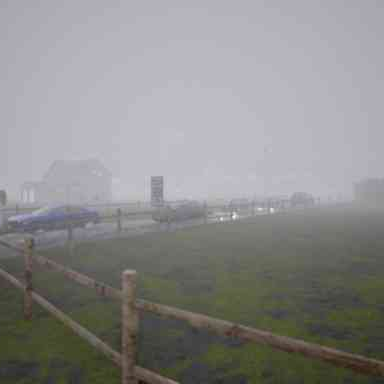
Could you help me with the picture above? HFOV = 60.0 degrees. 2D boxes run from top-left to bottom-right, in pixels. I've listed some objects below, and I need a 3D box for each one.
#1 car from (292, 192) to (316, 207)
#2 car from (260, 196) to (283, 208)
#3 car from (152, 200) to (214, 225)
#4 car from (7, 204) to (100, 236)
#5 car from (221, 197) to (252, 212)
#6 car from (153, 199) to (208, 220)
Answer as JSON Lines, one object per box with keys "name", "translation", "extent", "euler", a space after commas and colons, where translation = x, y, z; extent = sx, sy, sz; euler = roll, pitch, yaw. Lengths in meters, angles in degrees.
{"name": "car", "translation": [15.954, 0.998, 47.475], "extent": [2.150, 2.045, 5.566], "euler": [-1, 0, 34]}
{"name": "car", "translation": [10.863, 1.328, 45.193], "extent": [1.837, 1.490, 4.892], "euler": [-1, 0, 34]}
{"name": "car", "translation": [-0.510, 1.454, 23.505], "extent": [2.033, 1.411, 5.357], "euler": [-1, 0, 35]}
{"name": "car", "translation": [-7.570, 1.445, 18.576], "extent": [1.882, 1.535, 5.008], "euler": [-1, 0, 38]}
{"name": "car", "translation": [4.973, 1.377, 36.621], "extent": [1.837, 1.490, 4.892], "euler": [-1, 0, 34]}
{"name": "car", "translation": [-0.883, 1.408, 28.061], "extent": [2.128, 1.511, 4.902], "euler": [-1, 0, 34]}
